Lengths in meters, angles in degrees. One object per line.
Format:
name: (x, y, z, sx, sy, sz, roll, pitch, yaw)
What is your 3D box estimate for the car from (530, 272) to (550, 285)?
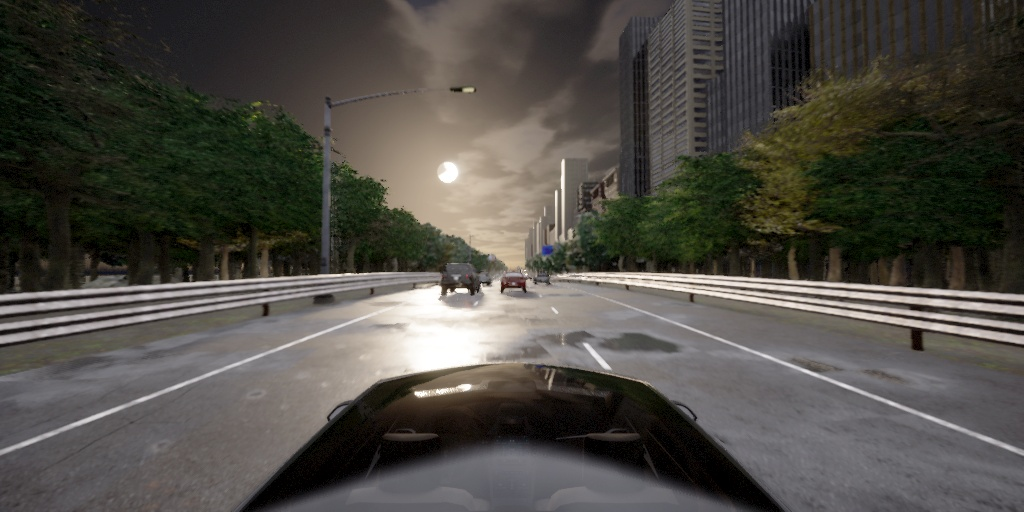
car: (3.532, 2.715, 43.267, 2.128, 1.511, 4.902, 0, -3, 0)

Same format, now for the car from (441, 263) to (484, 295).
car: (-3.388, 1.522, 24.454, 2.150, 2.045, 5.566, 0, -2, 0)

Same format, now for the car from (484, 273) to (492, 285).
car: (-3.380, 2.637, 41.133, 1.994, 1.385, 4.181, 0, -3, 0)

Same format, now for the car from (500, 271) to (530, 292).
car: (0.113, 1.903, 27.647, 1.882, 1.535, 5.008, 0, -2, 0)
